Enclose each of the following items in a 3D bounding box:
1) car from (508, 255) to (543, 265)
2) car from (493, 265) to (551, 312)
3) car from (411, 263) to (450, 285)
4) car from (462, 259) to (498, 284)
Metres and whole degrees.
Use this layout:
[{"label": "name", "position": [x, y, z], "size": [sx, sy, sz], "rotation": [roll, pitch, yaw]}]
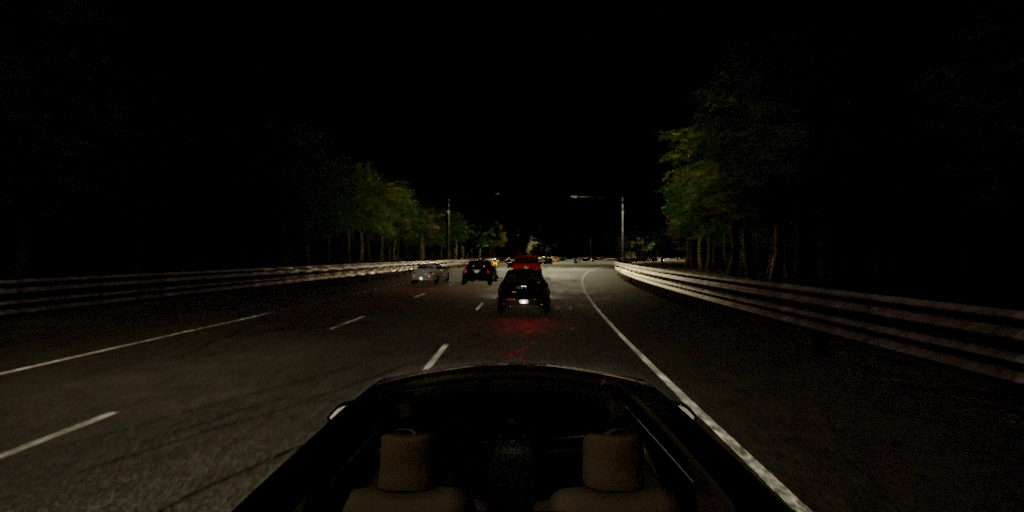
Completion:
[{"label": "car", "position": [1.154, 0.973, 27.483], "size": [2.150, 2.045, 5.566], "rotation": [0, 0, 4]}, {"label": "car", "position": [0.477, 1.259, 14.275], "size": [1.837, 1.490, 4.892], "rotation": [0, 0, 2]}, {"label": "car", "position": [-5.884, 1.252, 26.145], "size": [1.812, 1.442, 4.674], "rotation": [0, 0, 4]}, {"label": "car", "position": [-2.289, 1.094, 26.530], "size": [2.097, 1.767, 4.553], "rotation": [0, 0, 3]}]
